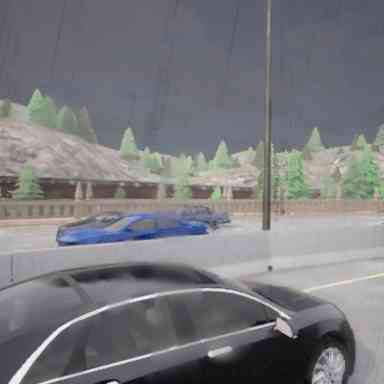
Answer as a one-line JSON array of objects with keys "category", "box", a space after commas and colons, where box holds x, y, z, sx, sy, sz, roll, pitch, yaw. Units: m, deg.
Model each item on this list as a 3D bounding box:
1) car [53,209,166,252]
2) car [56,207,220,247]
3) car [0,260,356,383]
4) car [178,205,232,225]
[{"category": "car", "box": [-3.443, 1.514, 14.036, 4.181, 1.385, 1.994, 0, 0, -32]}, {"category": "car", "box": [-1.765, 1.443, 10.988, 5.008, 1.535, 1.882, 0, 0, -32]}, {"category": "car", "box": [-0.298, 1.493, 3.363, 4.892, 1.490, 1.837, 0, 0, -34]}, {"category": "car", "box": [-0.189, 1.517, 20.077, 5.357, 1.411, 2.033, 0, 0, -29]}]
